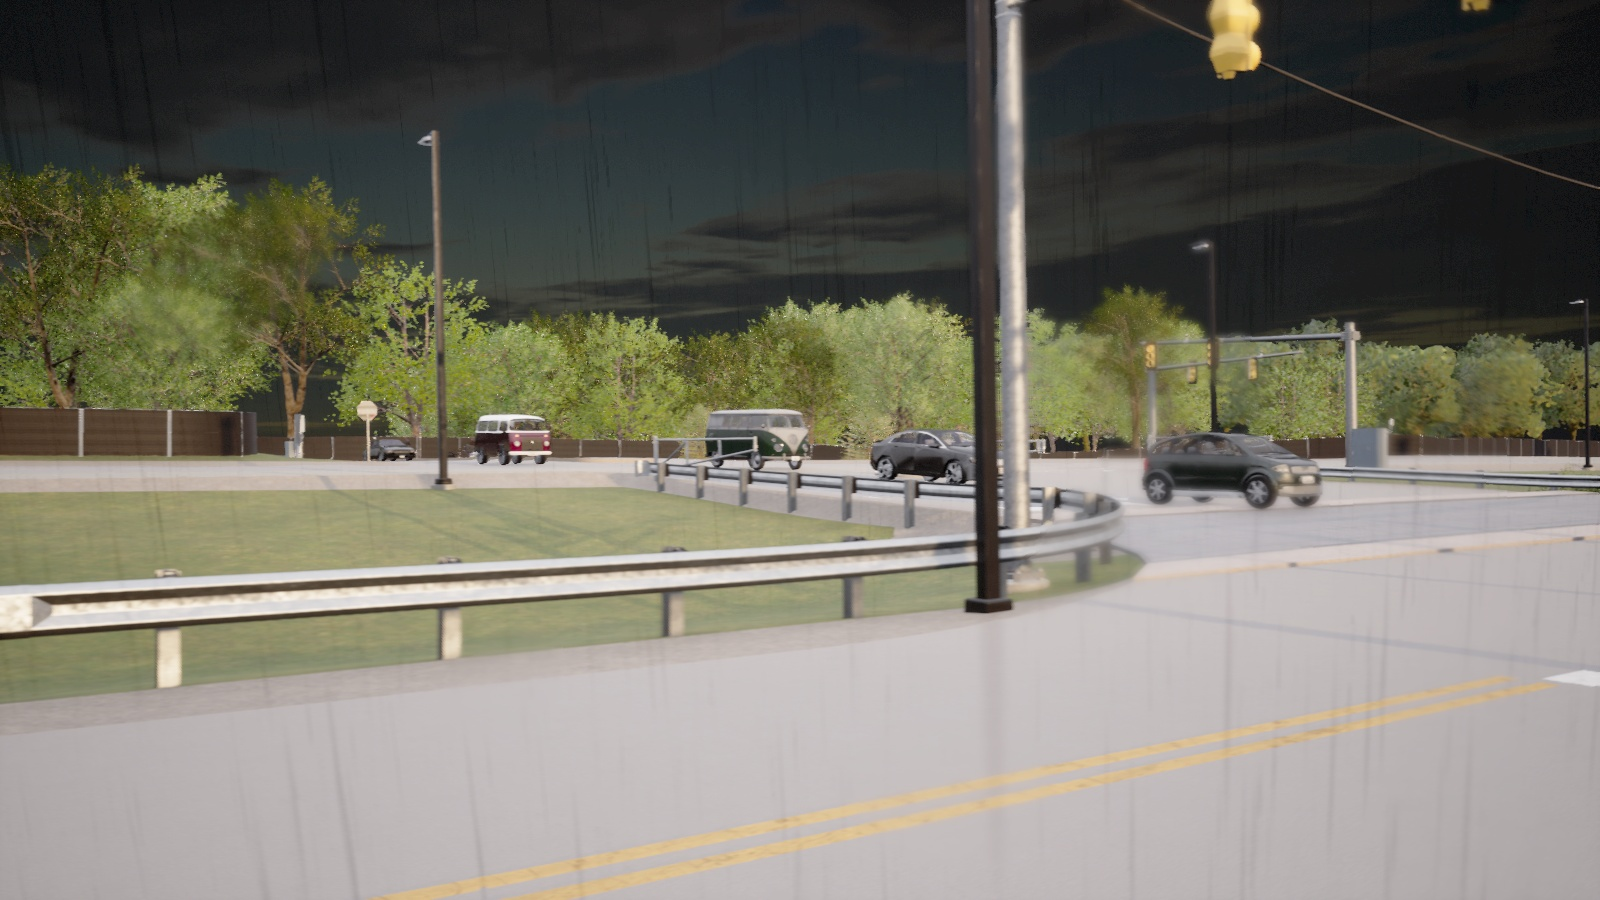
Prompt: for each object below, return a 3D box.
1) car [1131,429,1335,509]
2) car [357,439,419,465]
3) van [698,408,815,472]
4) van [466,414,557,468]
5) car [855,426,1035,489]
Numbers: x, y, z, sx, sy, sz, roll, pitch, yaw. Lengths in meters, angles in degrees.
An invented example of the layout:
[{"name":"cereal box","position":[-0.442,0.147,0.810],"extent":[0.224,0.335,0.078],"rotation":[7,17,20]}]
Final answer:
[{"name":"car","position":[9.004,0.371,26.357],"extent":[1.789,1.549,3.705],"rotation":[0,0,-34]},{"name":"car","position":[-24.951,0.144,75.908],"extent":[2.033,1.411,5.357],"rotation":[-1,0,-36]},{"name":"van","position":[-1.504,-0.353,41.785],"extent":[1.775,1.987,4.442],"rotation":[0,1,-34]},{"name":"van","position":[-11.647,-0.365,50.479],"extent":[2.069,2.038,4.480],"rotation":[-1,1,-34]},{"name":"car","position":[3.813,0.137,33.982],"extent":[2.128,1.511,4.902],"rotation":[0,2,-34]}]
